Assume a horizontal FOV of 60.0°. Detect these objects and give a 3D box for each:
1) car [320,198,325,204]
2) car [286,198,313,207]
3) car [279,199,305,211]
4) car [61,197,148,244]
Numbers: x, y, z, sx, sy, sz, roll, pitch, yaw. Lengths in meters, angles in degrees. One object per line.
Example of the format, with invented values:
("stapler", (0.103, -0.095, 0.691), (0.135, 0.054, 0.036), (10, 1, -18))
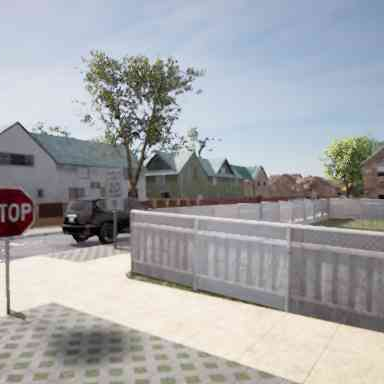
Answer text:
("car", (19.566, 1.696, 49.910), (1.882, 1.535, 5.008), (-1, -1, 35))
("car", (13.832, 1.531, 41.495), (2.097, 1.767, 4.553), (-1, -1, 35))
("car", (14.097, 1.736, 46.814), (2.128, 1.511, 4.902), (-1, -1, 35))
("car", (-3.581, 1.275, 16.289), (2.150, 2.045, 5.566), (-1, -1, 35))
